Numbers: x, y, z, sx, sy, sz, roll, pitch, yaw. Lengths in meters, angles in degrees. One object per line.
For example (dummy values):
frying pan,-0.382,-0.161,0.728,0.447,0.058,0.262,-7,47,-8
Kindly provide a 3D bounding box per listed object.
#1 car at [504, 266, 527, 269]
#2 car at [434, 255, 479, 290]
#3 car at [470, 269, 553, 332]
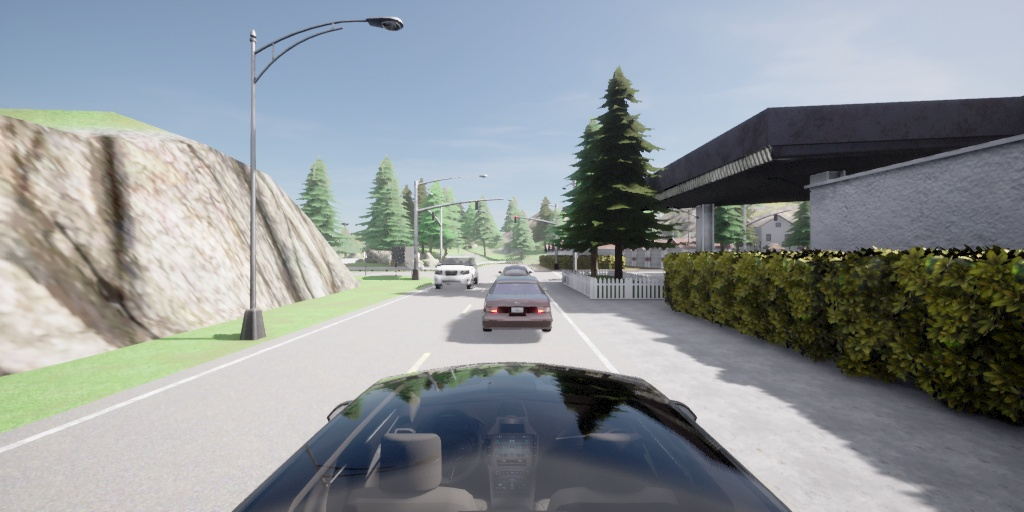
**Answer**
car,0.187,1.276,20.411,1.812,1.442,4.674,0,0,0
car,-3.423,0.976,23.039,2.150,2.045,5.566,0,0,1
car,0.139,1.297,10.825,2.033,1.411,5.357,0,0,0
